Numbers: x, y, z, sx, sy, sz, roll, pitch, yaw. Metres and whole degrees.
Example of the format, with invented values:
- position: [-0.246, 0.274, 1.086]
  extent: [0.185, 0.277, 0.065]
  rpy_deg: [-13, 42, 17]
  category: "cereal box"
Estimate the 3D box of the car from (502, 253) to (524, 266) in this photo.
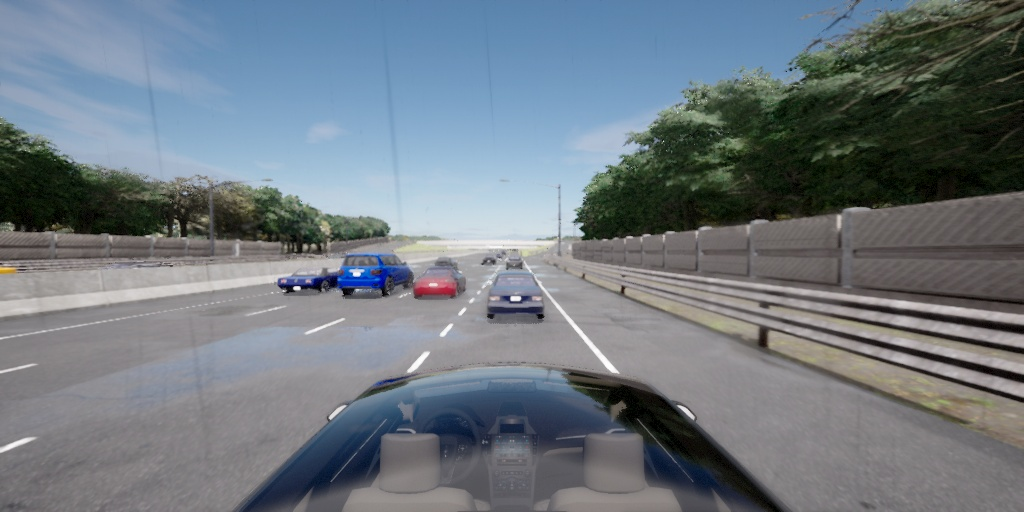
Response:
- position: [0.275, 0.728, 40.794]
  extent: [2.128, 1.511, 4.902]
  rpy_deg: [0, 1, 0]
  category: "car"

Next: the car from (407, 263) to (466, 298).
- position: [-3.466, 1.220, 17.799]
  extent: [1.994, 1.385, 4.181]
  rpy_deg: [0, 1, 0]
  category: "car"

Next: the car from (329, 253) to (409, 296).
- position: [-6.863, 0.866, 18.550]
  extent: [2.150, 2.045, 5.566]
  rpy_deg: [0, 1, 0]
  category: "car"

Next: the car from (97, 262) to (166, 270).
- position: [-21.056, 1.124, 19.584]
  extent: [2.128, 1.511, 4.902]
  rpy_deg: [0, 1, 0]
  category: "car"

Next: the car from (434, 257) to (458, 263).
- position: [-6.757, 0.824, 36.939]
  extent: [1.837, 1.490, 4.892]
  rpy_deg: [0, 1, 0]
  category: "car"

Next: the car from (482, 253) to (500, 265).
- position: [-3.216, 0.517, 52.319]
  extent: [1.812, 1.442, 4.674]
  rpy_deg: [0, 1, 1]
  category: "car"

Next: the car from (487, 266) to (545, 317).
- position: [0.120, 1.250, 12.809]
  extent: [2.033, 1.411, 5.357]
  rpy_deg: [0, 0, 0]
  category: "car"

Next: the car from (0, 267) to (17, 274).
- position: [-31.554, 1.104, 20.037]
  extent: [1.882, 1.535, 5.008]
  rpy_deg: [0, 1, 0]
  category: "car"

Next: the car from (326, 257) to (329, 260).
- position: [-27.665, 0.271, 57.203]
  extent: [2.097, 1.767, 4.553]
  rpy_deg: [0, 1, 1]
  category: "car"

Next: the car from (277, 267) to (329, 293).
- position: [-10.359, 1.234, 19.510]
  extent: [1.895, 1.301, 4.718]
  rpy_deg: [0, 1, 0]
  category: "car"
